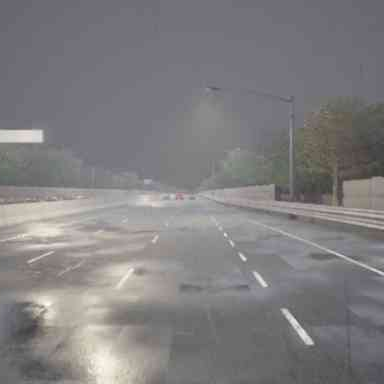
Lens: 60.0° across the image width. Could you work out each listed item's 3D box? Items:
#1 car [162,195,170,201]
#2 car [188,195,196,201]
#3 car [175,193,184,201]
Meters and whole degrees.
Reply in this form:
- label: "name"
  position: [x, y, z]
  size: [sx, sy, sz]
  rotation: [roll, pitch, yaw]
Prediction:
- label: "car"
  position: [-6.968, 1.536, 89.741]
  size: [1.882, 1.535, 5.008]
  rotation: [0, 0, 0]
- label: "car"
  position: [0.032, 1.558, 89.739]
  size: [1.837, 1.490, 4.892]
  rotation: [0, 0, 0]
- label: "car"
  position: [-3.468, 1.283, 89.770]
  size: [2.150, 2.045, 5.566]
  rotation: [0, 0, 0]
